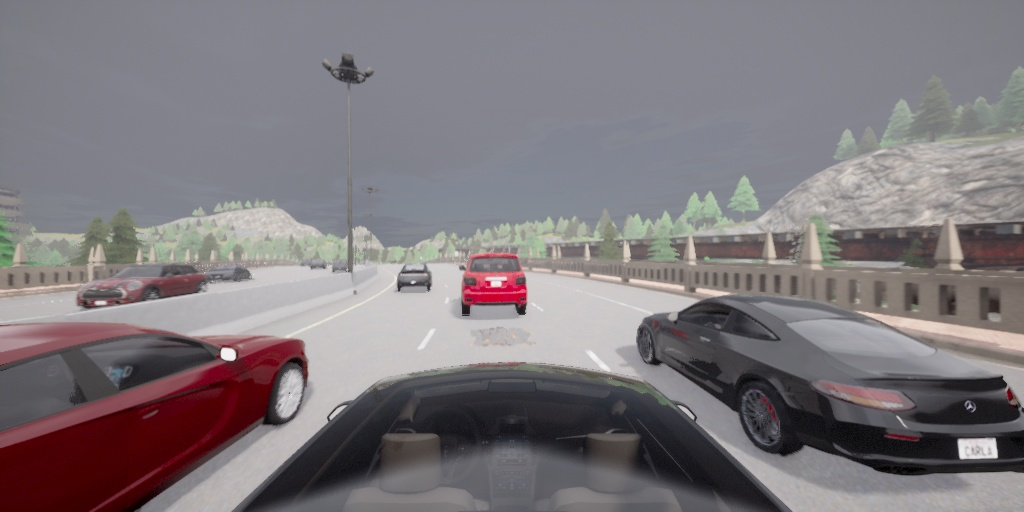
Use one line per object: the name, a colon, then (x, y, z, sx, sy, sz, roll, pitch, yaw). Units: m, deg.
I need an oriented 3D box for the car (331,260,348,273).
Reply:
car: (-20.780, 1.218, 43.635, 1.837, 1.490, 4.892, -1, 1, -23)

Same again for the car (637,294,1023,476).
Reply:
car: (3.358, 1.247, 4.952, 1.812, 1.442, 4.674, 0, 0, -2)

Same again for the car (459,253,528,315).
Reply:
car: (-0.795, 0.924, 13.503, 2.150, 2.045, 5.566, 0, 0, -7)

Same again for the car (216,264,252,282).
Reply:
car: (-22.266, 1.351, 28.226, 1.994, 1.385, 4.181, 0, 0, -19)

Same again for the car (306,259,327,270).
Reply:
car: (-28.165, 1.211, 52.271, 1.882, 1.535, 5.008, -1, 0, -22)

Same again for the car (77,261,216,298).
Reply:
car: (-15.442, 1.128, 15.331, 2.097, 1.767, 4.553, 0, 0, -10)

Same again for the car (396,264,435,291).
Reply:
car: (-5.695, 1.189, 21.294, 2.128, 1.511, 4.902, 0, 0, -11)

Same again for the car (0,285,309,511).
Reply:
car: (-3.551, 1.238, 2.660, 1.882, 1.535, 5.008, 0, 0, -1)
